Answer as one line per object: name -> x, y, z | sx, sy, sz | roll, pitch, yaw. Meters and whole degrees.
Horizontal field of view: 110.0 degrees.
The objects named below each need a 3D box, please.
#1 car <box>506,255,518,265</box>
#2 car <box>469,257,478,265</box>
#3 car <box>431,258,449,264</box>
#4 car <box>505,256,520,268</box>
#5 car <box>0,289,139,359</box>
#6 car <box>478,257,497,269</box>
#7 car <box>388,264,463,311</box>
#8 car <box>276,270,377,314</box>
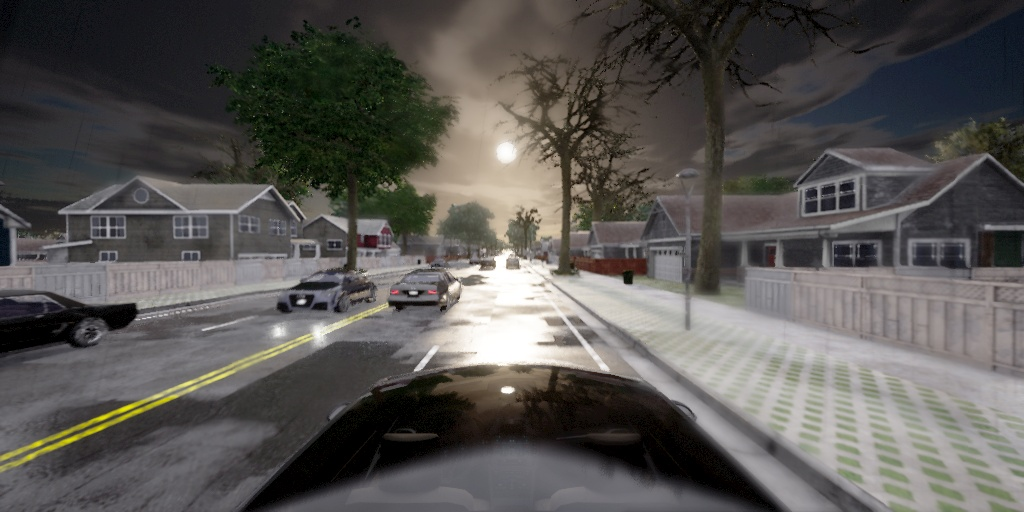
car -> 0.007, 0.708, 63.110 | 2.097, 1.767, 4.553 | 0, 0, 0
car -> -6.498, 0.902, 63.473 | 2.033, 1.411, 5.357 | 0, 0, 0
car -> -9.825, 1.008, 49.132 | 1.994, 1.385, 4.181 | 0, 0, 0
car -> 0.107, 0.931, 50.033 | 2.128, 1.511, 4.902 | 0, 0, 0
car -> -9.850, 1.319, 6.284 | 1.895, 1.301, 4.718 | 0, 0, 0
car -> -3.144, 0.925, 48.746 | 1.882, 1.535, 5.008 | 0, 0, 0
car -> -3.147, 1.214, 13.961 | 2.033, 1.411, 5.357 | 0, 0, 0
car -> -6.598, 1.235, 13.232 | 1.994, 1.385, 4.181 | 0, 0, 0
